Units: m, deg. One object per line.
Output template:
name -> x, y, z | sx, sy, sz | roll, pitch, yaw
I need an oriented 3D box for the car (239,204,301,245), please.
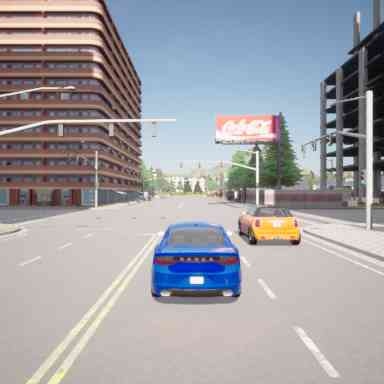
car -> 3.472, 1.352, 15.708 | 2.097, 1.767, 4.553 | 0, 0, 0

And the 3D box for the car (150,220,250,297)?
car -> 0.084, 1.478, 8.619 | 1.882, 1.535, 5.008 | 0, 0, 0
